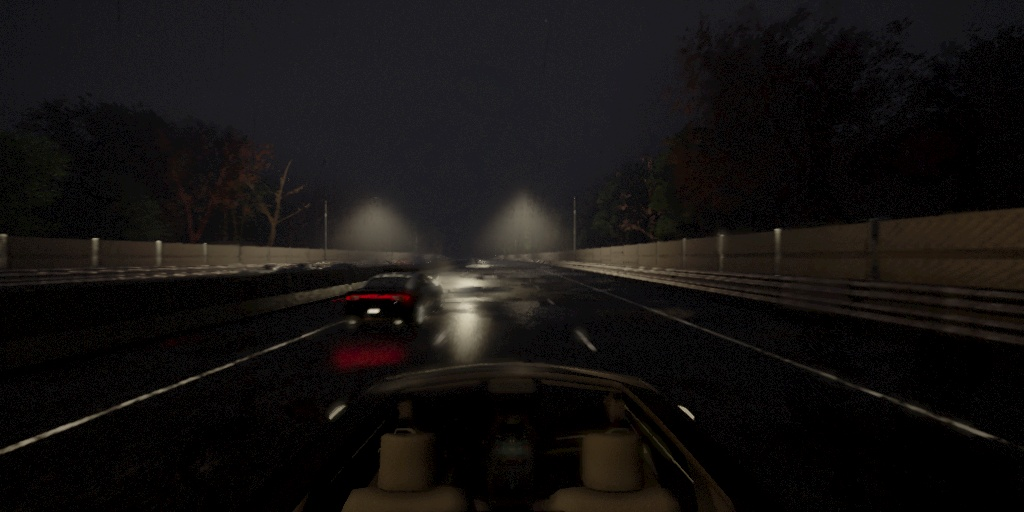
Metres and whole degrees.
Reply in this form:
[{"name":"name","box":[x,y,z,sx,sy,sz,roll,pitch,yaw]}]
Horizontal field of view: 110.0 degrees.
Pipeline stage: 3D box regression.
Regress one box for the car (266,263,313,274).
[{"name":"car","box":[-17.756,1.342,30.146,2.128,1.511,4.902,0,0,-1]}]

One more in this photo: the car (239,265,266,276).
[{"name":"car","box":[-21.267,1.460,31.199,1.895,1.301,4.718,0,0,-1]}]

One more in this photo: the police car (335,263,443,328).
[{"name":"police car","box":[-3.520,1.204,11.677,1.930,1.638,5.238,0,0,0]}]

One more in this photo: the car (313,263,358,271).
[{"name":"car","box":[-14.257,1.322,30.187,1.882,1.535,5.008,0,0,-1]}]
